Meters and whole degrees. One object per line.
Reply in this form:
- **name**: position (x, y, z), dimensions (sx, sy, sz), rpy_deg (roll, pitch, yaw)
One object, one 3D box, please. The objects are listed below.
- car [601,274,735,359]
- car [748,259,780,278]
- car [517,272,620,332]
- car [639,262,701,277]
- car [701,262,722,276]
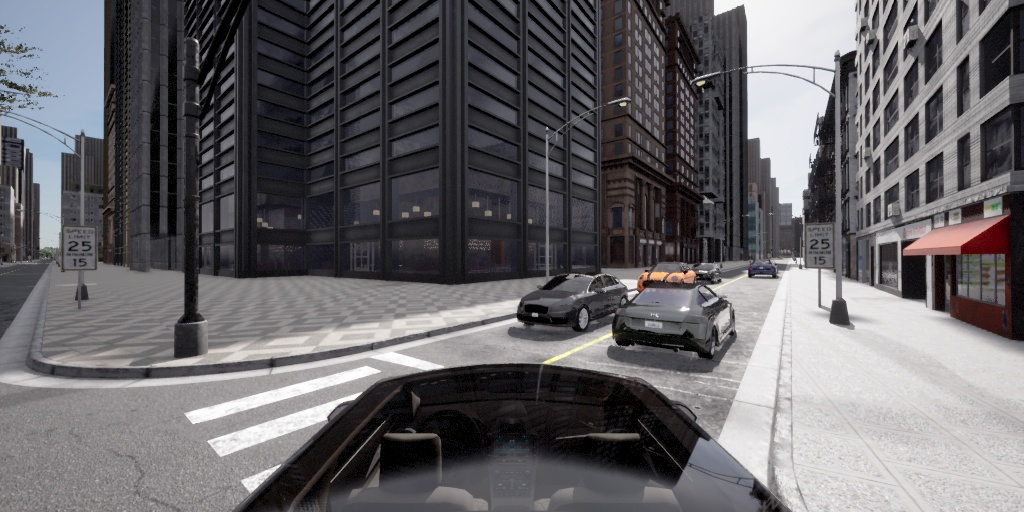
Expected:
- **car**: position (4.006, 1.312, 8.606), dimensions (1.994, 1.385, 4.181), rpy_deg (0, 0, 38)
- **car**: position (23.601, 1.084, 33.697), dimensions (2.097, 1.767, 4.553), rpy_deg (0, 0, 38)
- **car**: position (2.084, 1.268, 11.185), dimensions (1.837, 1.490, 4.892), rpy_deg (0, 0, 38)
- **car**: position (8.398, 1.111, 19.302), dimensions (2.097, 1.767, 4.553), rpy_deg (0, 0, 38)
- **car**: position (14.695, 1.259, 27.379), dimensions (1.837, 1.490, 4.892), rpy_deg (0, 0, 38)
